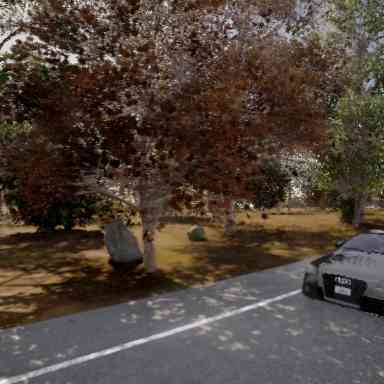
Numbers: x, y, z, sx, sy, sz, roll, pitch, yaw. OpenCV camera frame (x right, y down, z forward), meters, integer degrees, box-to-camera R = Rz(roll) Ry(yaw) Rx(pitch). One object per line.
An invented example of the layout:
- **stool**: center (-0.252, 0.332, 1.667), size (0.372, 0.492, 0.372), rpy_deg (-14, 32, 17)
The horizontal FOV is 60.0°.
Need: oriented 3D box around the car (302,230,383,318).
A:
- **car**: center (4.217, 1.563, 7.175), size (4.181, 1.385, 1.994), rpy_deg (0, 0, -39)
